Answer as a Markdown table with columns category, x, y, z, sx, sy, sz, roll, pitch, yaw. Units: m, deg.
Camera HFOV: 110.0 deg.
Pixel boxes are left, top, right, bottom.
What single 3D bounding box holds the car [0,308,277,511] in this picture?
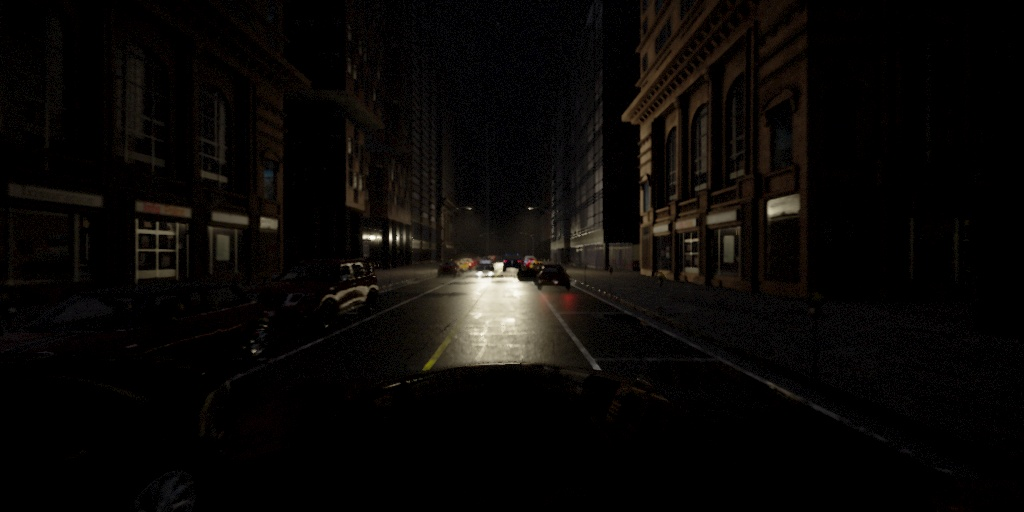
| category | x | y | z | sx | sy | sz | roll | pitch | yaw |
| --- | --- | --- | --- | --- | --- | --- | --- | --- | --- |
| car | -3.100 | 1.258 | 0.843 | 1.837 | 1.490 | 4.892 | 0 | 0 | 0 |

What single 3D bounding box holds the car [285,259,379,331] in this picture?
| category | x | y | z | sx | sy | sz | roll | pitch | yaw |
| --- | --- | --- | --- | --- | --- | --- | --- | --- | --- |
| car | -5.761 | 1.032 | 11.001 | 2.192 | 1.841 | 5.009 | 0 | 0 | 0 |

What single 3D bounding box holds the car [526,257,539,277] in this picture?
| category | x | y | z | sx | sy | sz | roll | pitch | yaw |
| --- | --- | --- | --- | --- | --- | --- | --- | --- | --- |
| car | 2.767 | 1.148 | 39.187 | 1.751 | 1.417 | 4.829 | 0 | 0 | 0 |

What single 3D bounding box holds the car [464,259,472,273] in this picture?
| category | x | y | z | sx | sy | sz | roll | pitch | yaw |
| --- | --- | --- | --- | --- | --- | --- | --- | --- | --- |
| car | -5.758 | 1.148 | 38.840 | 1.751 | 1.417 | 4.829 | 0 | 0 | 0 |

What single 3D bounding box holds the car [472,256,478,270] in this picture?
| category | x | y | z | sx | sy | sz | roll | pitch | yaw |
| --- | --- | --- | --- | --- | --- | --- | --- | --- | --- |
| car | -5.757 | 1.044 | 44.612 | 1.967 | 1.591 | 4.097 | 0 | 0 | 0 |

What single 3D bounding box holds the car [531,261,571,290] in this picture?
| category | x | y | z | sx | sy | sz | roll | pitch | yaw |
| --- | --- | --- | --- | --- | --- | --- | --- | --- | --- |
| car | 2.355 | 1.207 | 21.491 | 1.812 | 1.442 | 4.674 | 0 | 0 | 0 |

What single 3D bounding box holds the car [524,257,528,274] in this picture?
| category | x | y | z | sx | sy | sz | roll | pitch | yaw |
| --- | --- | --- | --- | --- | --- | --- | --- | --- | --- |
| car | 2.768 | 1.149 | 44.620 | 1.888 | 1.381 | 4.507 | 0 | 0 | 0 |

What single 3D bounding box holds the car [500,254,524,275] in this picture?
| category | x | y | z | sx | sy | sz | roll | pitch | yaw |
| --- | --- | --- | --- | --- | --- | --- | --- | --- | --- |
| car | 0.032 | 0.824 | 43.300 | 2.150 | 2.045 | 5.566 | 0 | -1 | 0 |

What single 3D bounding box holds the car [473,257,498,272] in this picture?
| category | x | y | z | sx | sy | sz | roll | pitch | yaw |
| --- | --- | --- | --- | --- | --- | --- | --- | --- | --- |
| car | -3.079 | 1.176 | 42.314 | 1.994 | 1.385 | 4.181 | 0 | 0 | 0 |

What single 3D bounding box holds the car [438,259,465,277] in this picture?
| category | x | y | z | sx | sy | sz | roll | pitch | yaw |
| --- | --- | --- | --- | --- | --- | --- | --- | --- | --- |
| car | -5.759 | 1.223 | 33.408 | 1.802 | 1.307 | 4.207 | 0 | 0 | 0 |

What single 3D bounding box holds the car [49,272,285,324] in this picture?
| category | x | y | z | sx | sy | sz | roll | pitch | yaw |
| --- | --- | --- | --- | --- | --- | --- | --- | --- | --- |
| car | -5.762 | 1.177 | 5.400 | 1.967 | 1.591 | 4.097 | 0 | 0 | 0 |
